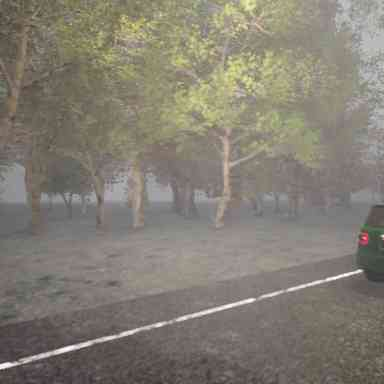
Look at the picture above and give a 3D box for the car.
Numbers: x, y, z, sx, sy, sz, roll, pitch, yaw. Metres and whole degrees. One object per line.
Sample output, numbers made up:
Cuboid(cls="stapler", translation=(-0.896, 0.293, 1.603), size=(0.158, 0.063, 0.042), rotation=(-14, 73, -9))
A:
Cuboid(cls="car", translation=(6.409, 1.219, 8.447), size=(5.566, 2.045, 2.150), rotation=(0, 0, -36))
